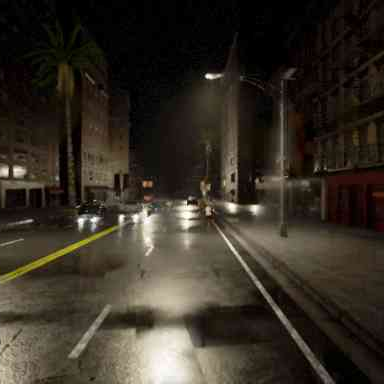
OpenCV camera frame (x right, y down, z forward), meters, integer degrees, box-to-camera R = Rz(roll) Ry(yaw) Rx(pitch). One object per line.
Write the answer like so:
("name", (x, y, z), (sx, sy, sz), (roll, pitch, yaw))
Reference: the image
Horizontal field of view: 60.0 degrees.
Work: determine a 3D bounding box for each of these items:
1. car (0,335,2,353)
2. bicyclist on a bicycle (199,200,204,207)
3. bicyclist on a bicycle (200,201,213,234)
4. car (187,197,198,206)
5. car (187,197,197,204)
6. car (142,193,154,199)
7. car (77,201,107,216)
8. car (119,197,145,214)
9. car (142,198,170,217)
("car", (-3.151, 1.527, 1.974), (1.812, 1.442, 4.674), (0, 0, 0))
("bicyclist on a bicycle", (0.891, 1.496, 27.735), (0.582, 1.620, 1.656), (0, 0, 0))
("bicyclist on a bicycle", (0.892, 1.477, 18.263), (0.582, 1.620, 1.656), (0, 0, 0))
("car", (0.062, 1.642, 56.787), (2.128, 1.511, 4.902), (0, 0, 0))
("car", (-0.007, 1.733, 69.506), (2.128, 1.511, 4.902), (0, 0, 0))
("car", (-9.758, 1.278, 74.207), (2.150, 2.045, 5.566), (0, 0, 0))
("car", (-9.844, 1.622, 33.063), (1.994, 1.385, 4.181), (0, 0, 0))
("car", (-6.594, 1.593, 36.138), (1.812, 1.442, 4.674), (0, 0, 0))
("car", (-3.153, 1.602, 31.893), (2.033, 1.411, 5.357), (0, 0, 0))
